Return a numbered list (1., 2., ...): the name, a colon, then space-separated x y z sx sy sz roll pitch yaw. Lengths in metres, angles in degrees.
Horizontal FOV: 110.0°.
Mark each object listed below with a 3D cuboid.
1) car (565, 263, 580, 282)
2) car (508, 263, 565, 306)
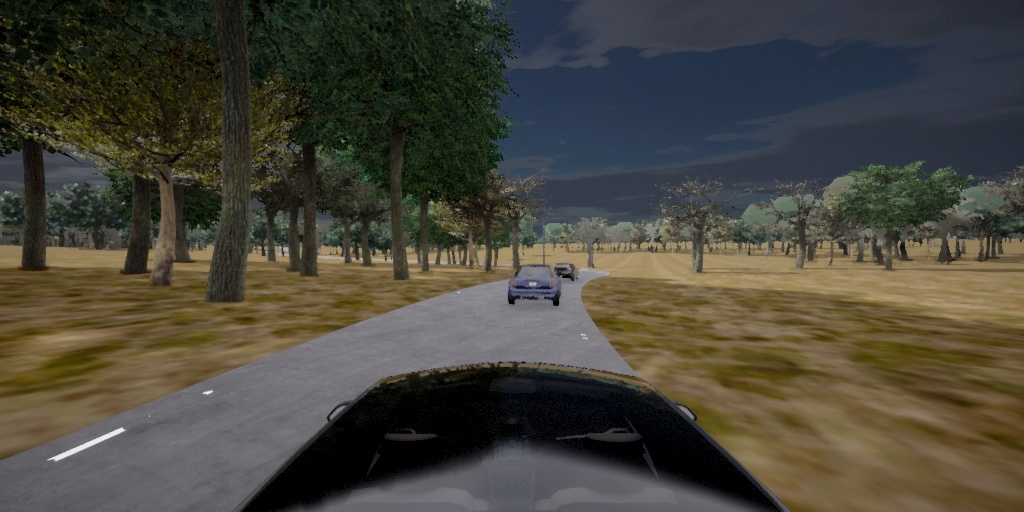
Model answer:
1. car: 4.590 1.352 30.548 1.837 1.490 4.892 1 0 18
2. car: 1.150 1.122 16.156 2.097 1.767 4.553 0 0 9
